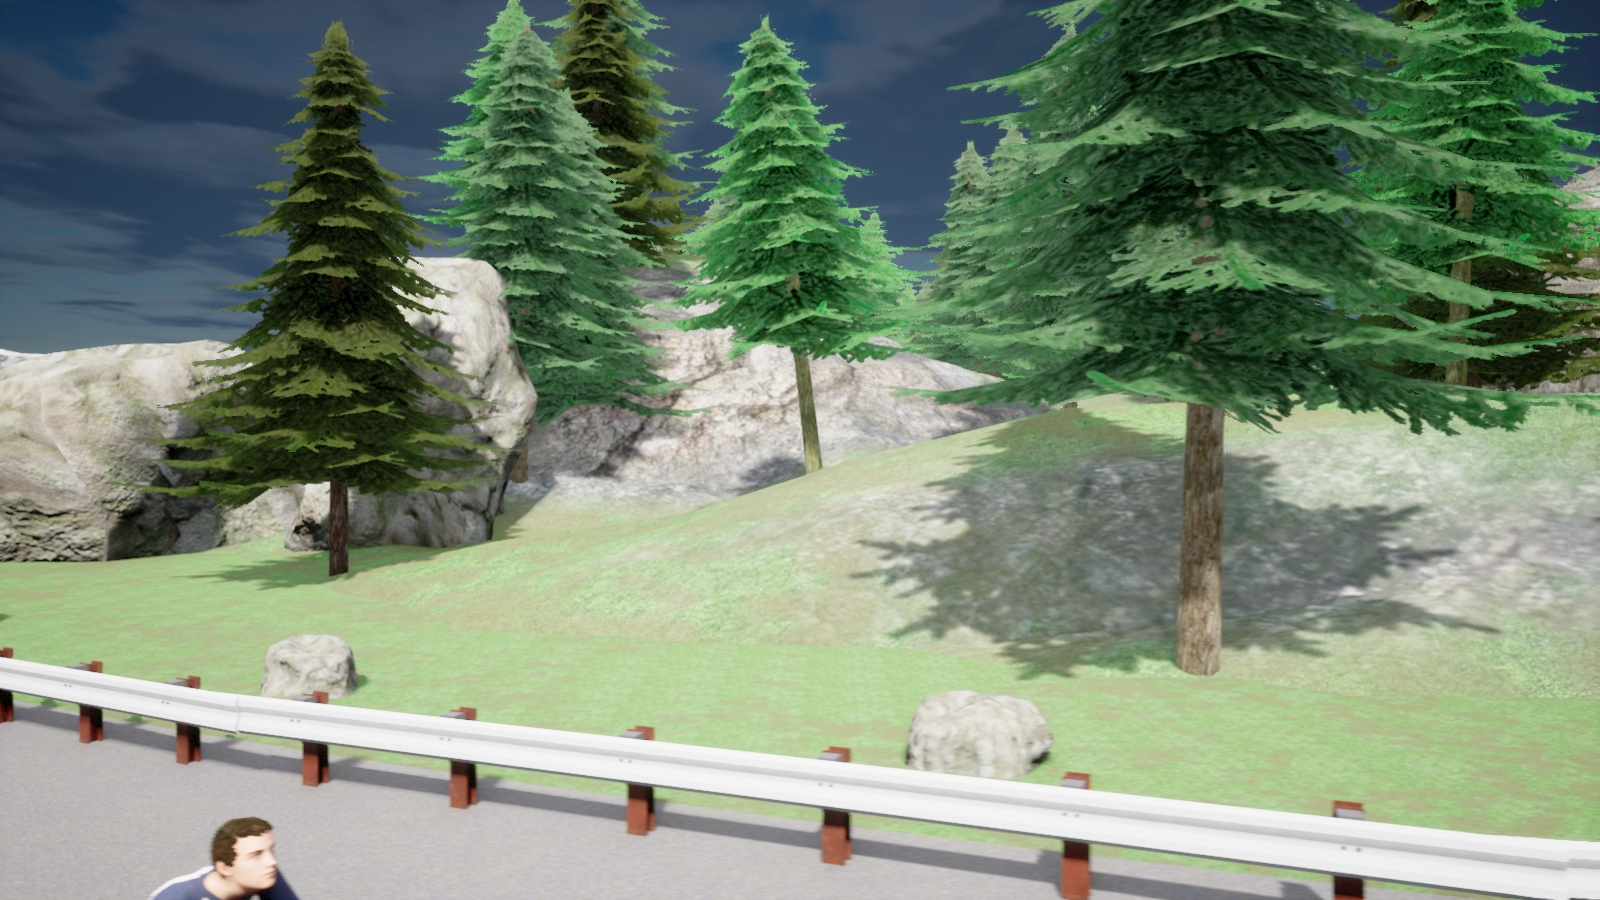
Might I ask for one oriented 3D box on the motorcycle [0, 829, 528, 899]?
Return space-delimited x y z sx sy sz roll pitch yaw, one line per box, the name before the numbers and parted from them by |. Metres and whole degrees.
motorcycle | -2.030 2.181 3.995 2.033 1.217 0.803 0 -1 22
